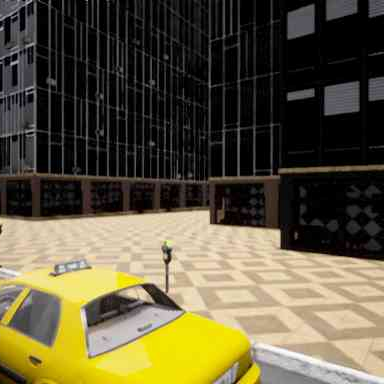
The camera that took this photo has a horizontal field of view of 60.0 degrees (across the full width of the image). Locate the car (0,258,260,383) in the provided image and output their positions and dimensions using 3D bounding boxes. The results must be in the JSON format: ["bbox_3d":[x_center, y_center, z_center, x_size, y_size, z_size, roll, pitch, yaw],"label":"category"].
[{"bbox_3d":[-1.634,1.494,4.031,4.829,1.417,1.752,1,0,35],"label":"car"}]
